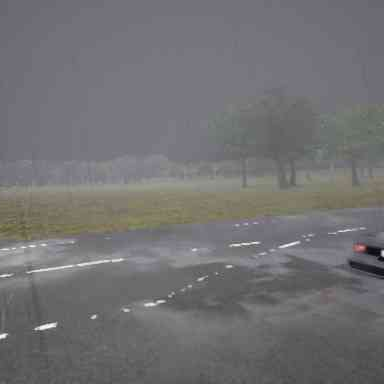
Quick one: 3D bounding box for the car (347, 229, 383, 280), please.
[{"bbox_3d":[5.701,1.088,6.938,5.357,1.411,2.033,-1,2,-26],"label":"car"}]
